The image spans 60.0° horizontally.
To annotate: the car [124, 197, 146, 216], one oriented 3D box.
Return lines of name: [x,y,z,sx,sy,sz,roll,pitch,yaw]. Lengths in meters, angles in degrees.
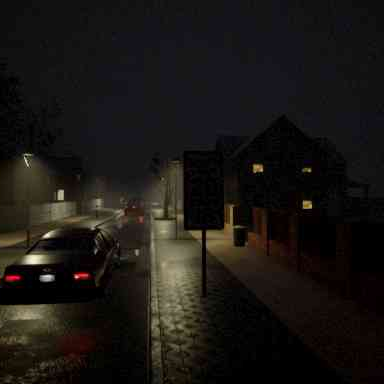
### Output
car: [-6.575,1.732,38.370,2.097,1.767,4.553,0,-1,-6]

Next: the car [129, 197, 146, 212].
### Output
car: [-7.871,1.704,48.435,2.150,2.045,5.566,0,-1,-7]

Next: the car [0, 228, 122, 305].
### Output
car: [-2.923,1.628,8.496,2.033,1.411,5.357,0,-1,-7]
